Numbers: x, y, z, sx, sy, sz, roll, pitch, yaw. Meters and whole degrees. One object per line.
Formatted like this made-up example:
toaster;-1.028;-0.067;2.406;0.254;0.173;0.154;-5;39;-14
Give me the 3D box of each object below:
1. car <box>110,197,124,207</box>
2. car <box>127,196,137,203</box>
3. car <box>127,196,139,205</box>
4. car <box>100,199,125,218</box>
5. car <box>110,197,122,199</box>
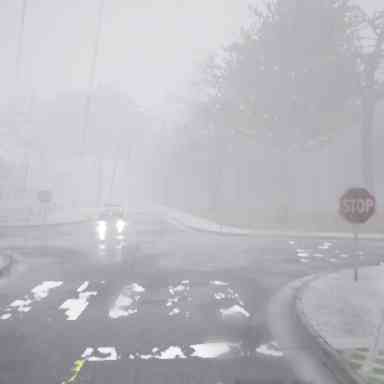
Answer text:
car;-12.006;1.506;53.545;2.128;1.511;4.902;0;0;-12
car;-12.861;1.544;71.326;1.895;1.301;4.718;0;0;-12
car;-10.705;1.551;61.099;2.128;1.511;4.902;0;0;-12
car;-6.991;1.556;29.432;1.895;1.301;4.718;0;0;-10
car;-9.116;1.439;39.768;1.882;1.535;5.008;0;0;-12
